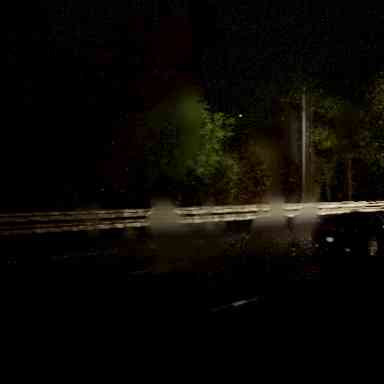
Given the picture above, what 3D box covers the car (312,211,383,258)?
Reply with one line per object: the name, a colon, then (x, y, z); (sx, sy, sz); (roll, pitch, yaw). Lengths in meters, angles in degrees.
car: (6.753, 1.478, 12.881); (5.008, 1.535, 1.882); (0, 0, -36)
